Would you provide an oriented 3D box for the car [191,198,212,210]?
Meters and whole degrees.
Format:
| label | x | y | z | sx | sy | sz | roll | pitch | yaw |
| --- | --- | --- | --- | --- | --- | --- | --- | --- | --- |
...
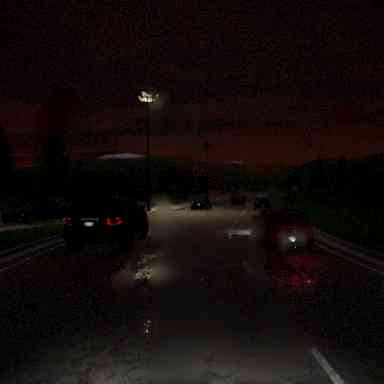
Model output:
| label | x | y | z | sx | sy | sz | roll | pitch | yaw |
| --- | --- | --- | --- | --- | --- | --- | --- | --- | --- |
| car | 1.180 | 1.357 | 39.318 | 1.994 | 1.385 | 4.181 | 0 | 0 | 12 |

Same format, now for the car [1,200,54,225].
| label | x | y | z | sx | sy | sz | roll | pitch | yaw |
| --- | --- | --- | --- | --- | --- | --- | --- | --- | --- |
| car | -10.908 | 1.365 | 23.288 | 1.882 | 1.535 | 5.008 | 0 | 0 | 15 |

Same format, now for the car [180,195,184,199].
| label | x | y | z | sx | sy | sz | roll | pitch | yaw |
| --- | --- | --- | --- | --- | --- | --- | --- | --- | --- |
| car | -2.033 | 0.879 | 63.197 | 1.994 | 1.385 | 4.181 | 0 | 0 | 12 |

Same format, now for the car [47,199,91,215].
| label | x | y | z | sx | sy | sz | roll | pitch | yaw |
| --- | --- | --- | --- | --- | --- | --- | --- | --- | --- |
| car | -12.118 | 1.438 | 33.134 | 1.895 | 1.301 | 4.718 | 0 | 0 | 12 |

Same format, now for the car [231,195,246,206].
| label | x | y | z | sx | sy | sz | roll | pitch | yaw |
| --- | --- | --- | --- | --- | --- | --- | --- | --- | --- |
| car | 6.931 | 1.213 | 49.597 | 1.882 | 1.535 | 5.008 | 0 | 0 | 12 |

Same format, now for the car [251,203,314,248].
| label | x | y | z | sx | sy | sz | roll | pitch | yaw |
| --- | --- | --- | --- | --- | --- | --- | --- | --- | --- |
| car | 3.757 | 1.426 | 14.301 | 1.837 | 1.490 | 4.892 | 0 | 0 | 4 |

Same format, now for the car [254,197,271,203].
| label | x | y | z | sx | sy | sz | roll | pitch | yaw |
| --- | --- | --- | --- | --- | --- | --- | --- | --- | --- |
| car | 8.276 | 1.279 | 39.047 | 2.128 | 1.511 | 4.902 | 0 | 0 | 12 |

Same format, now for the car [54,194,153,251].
| label | x | y | z | sx | sy | sz | roll | pitch | yaw |
| --- | --- | --- | --- | --- | --- | --- | --- | --- | --- |
| car | -3.303 | 1.151 | 13.834 | 2.150 | 2.045 | 5.566 | 0 | 0 | 3 |
